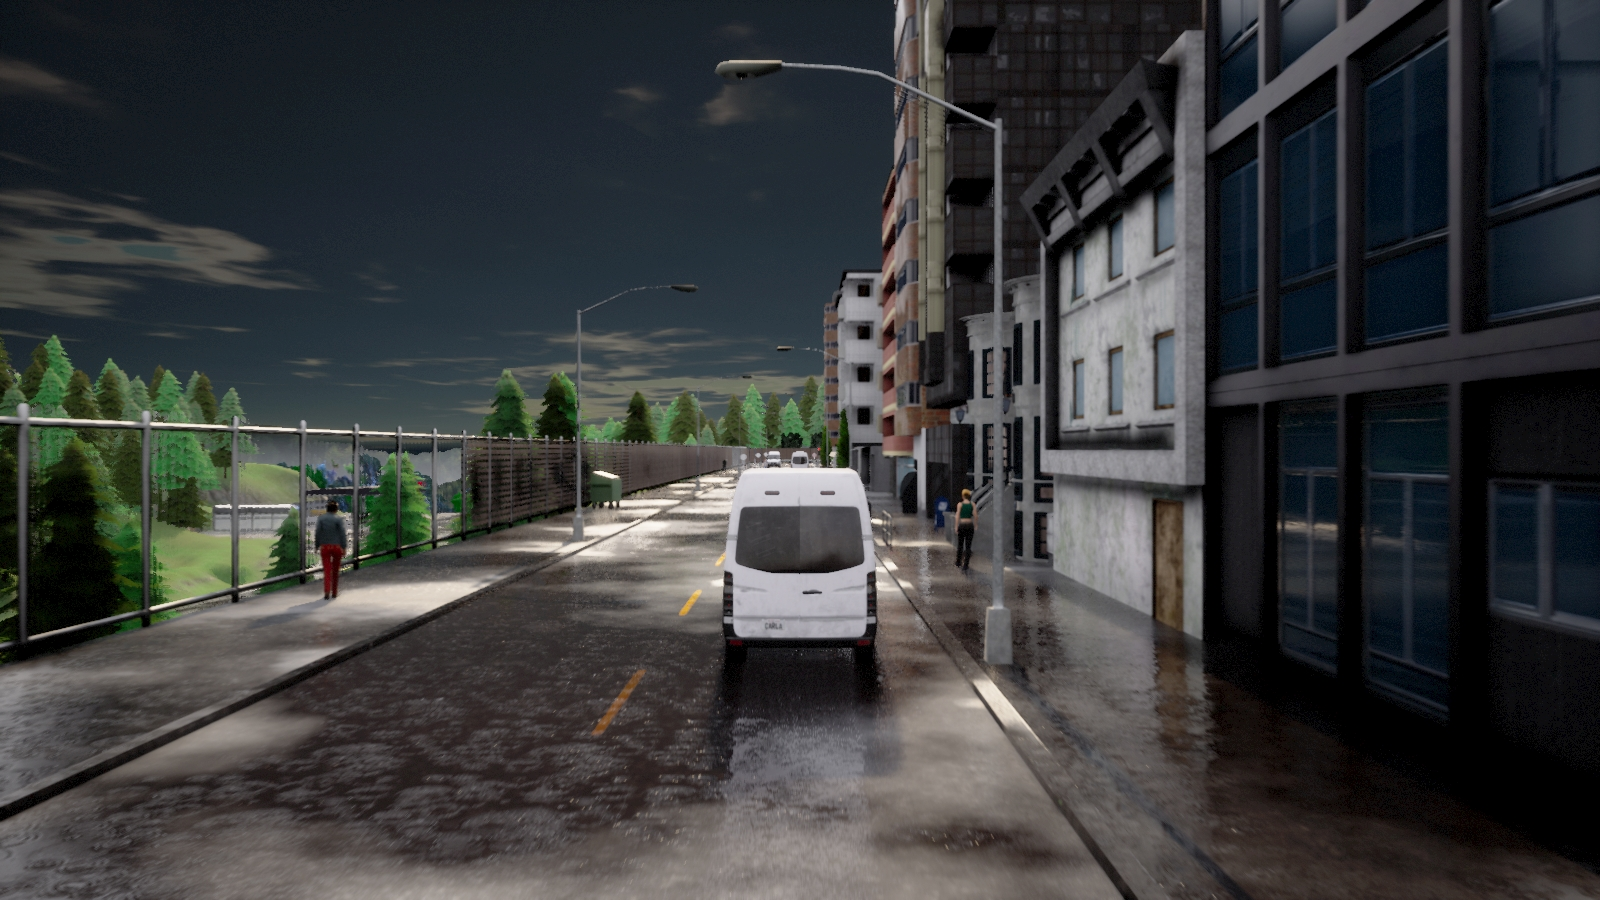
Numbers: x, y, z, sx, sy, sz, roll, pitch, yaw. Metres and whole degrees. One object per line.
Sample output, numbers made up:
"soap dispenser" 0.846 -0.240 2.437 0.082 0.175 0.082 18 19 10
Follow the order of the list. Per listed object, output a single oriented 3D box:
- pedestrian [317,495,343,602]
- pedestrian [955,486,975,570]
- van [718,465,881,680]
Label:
"pedestrian" -8.369 1.745 20.356 0.375 1.860 0.375 0 0 -11
"pedestrian" 3.700 1.744 25.664 0.375 1.860 0.375 0 0 -1
"van" -0.007 1.534 16.938 1.988 2.561 5.915 0 0 0
